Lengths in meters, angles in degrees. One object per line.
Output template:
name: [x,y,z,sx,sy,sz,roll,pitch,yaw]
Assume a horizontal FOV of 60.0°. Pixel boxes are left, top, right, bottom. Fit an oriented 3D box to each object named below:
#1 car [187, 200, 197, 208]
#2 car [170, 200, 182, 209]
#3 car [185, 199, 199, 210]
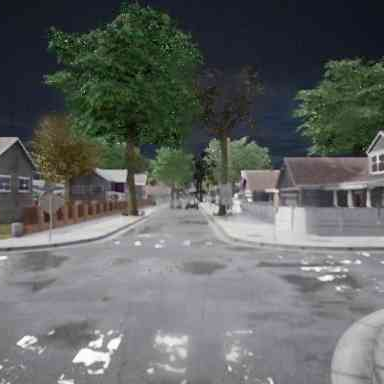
car: [-0.021,2.261,64.345,1.812,1.442,4.674,0,-1,0]
car: [-2.769,2.154,58.096,2.128,1.511,4.902,0,-1,0]
car: [-0.018,1.971,54.316,2.097,1.767,4.553,0,-1,0]
